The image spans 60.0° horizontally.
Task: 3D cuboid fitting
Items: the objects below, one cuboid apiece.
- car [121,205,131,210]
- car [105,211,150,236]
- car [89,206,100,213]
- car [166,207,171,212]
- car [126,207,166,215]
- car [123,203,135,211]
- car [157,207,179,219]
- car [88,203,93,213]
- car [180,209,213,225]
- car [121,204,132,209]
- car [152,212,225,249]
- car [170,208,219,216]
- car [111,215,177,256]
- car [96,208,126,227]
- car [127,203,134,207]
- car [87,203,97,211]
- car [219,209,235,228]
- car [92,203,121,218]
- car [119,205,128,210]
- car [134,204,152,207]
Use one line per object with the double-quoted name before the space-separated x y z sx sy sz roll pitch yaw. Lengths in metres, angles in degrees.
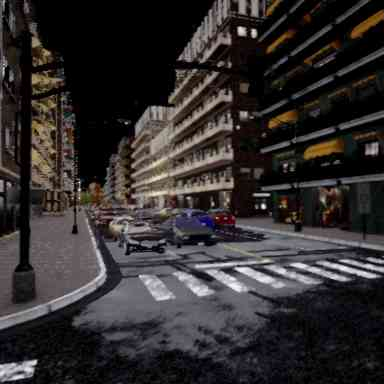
"car" -17.241 4.015 86.486 2.008 1.369 4.403 1 -2 -18
"car" -4.065 2.108 20.338 1.752 1.417 4.829 1 -2 -18
"car" -19.933 3.552 68.029 1.947 1.339 4.313 1 -2 -18
"car" -1.427 2.611 38.956 2.008 1.369 4.403 1 -2 -18
"car" -4.051 2.291 28.468 2.128 1.511 4.902 0 -2 -19
"car" -15.483 3.622 81.211 2.192 1.841 5.009 1 -2 -18
"car" -3.238 2.745 44.399 1.752 1.417 4.829 1 -2 -18
"car" -14.660 2.833 52.193 2.192 1.841 5.009 1 -2 -18
"car" 0.329 2.456 33.675 2.008 1.369 4.403 1 -2 -18
"car" -10.200 2.826 47.179 1.882 1.535 5.008 0 -2 -18
"car" -0.422 2.029 17.555 2.033 1.411 5.357 0 -2 -18
"car" 0.051 2.179 25.861 1.882 1.535 5.008 0 -2 -18
"car" -2.362 1.985 15.218 2.008 1.369 4.403 1 -2 -18
"car" -7.633 2.441 31.062 1.887 1.381 4.507 1 -2 -18
"car" -11.970 3.545 70.643 2.008 1.369 4.403 1 -2 -18
"car" -25.202 3.771 83.879 2.192 1.841 5.009 1 -2 -18
"car" 2.087 2.191 28.397 1.967 1.590 4.097 1 -2 -18
"car" -9.389 2.367 36.350 2.192 1.841 5.009 1 -2 -18
"car" -18.999 4.187 91.766 1.947 1.339 4.313 1 -2 -18
"car" -8.455 2.997 60.088 2.192 1.841 5.009 1 -2 -18
